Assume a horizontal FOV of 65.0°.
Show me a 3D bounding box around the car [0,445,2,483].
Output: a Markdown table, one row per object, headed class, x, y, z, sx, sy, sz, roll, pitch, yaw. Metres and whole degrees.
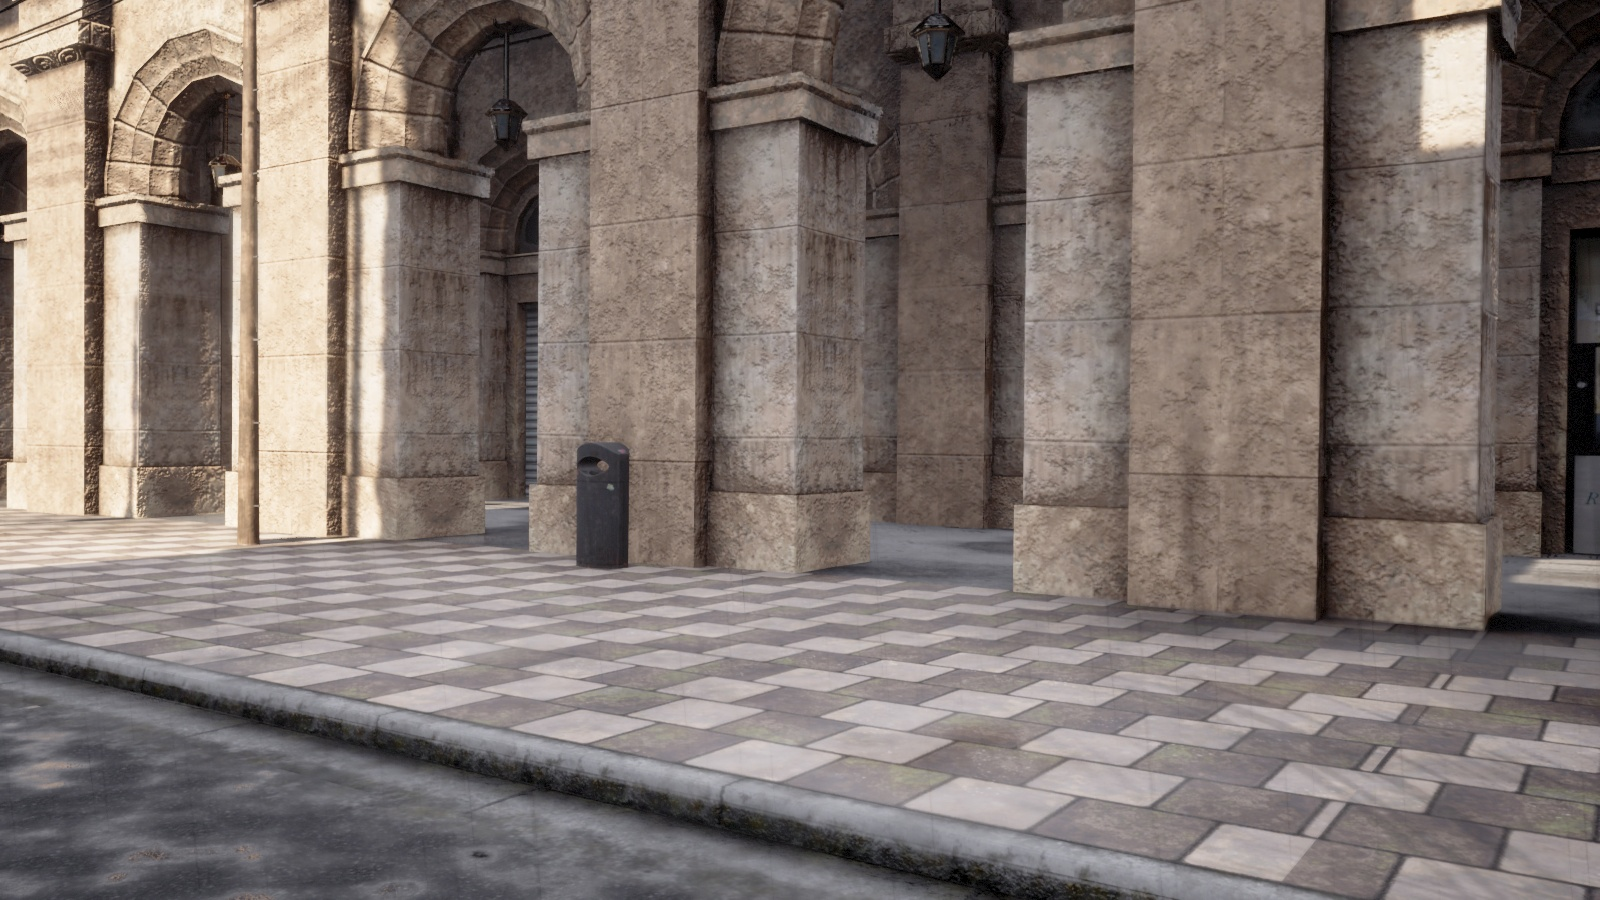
| class | x | y | z | sx | sy | sz | roll | pitch | yaw |
| --- | --- | --- | --- | --- | --- | --- | --- | --- | --- |
| car | -30.009 | 0.524 | 42.477 | 1.895 | 1.301 | 4.718 | 0 | 1 | 34 |
